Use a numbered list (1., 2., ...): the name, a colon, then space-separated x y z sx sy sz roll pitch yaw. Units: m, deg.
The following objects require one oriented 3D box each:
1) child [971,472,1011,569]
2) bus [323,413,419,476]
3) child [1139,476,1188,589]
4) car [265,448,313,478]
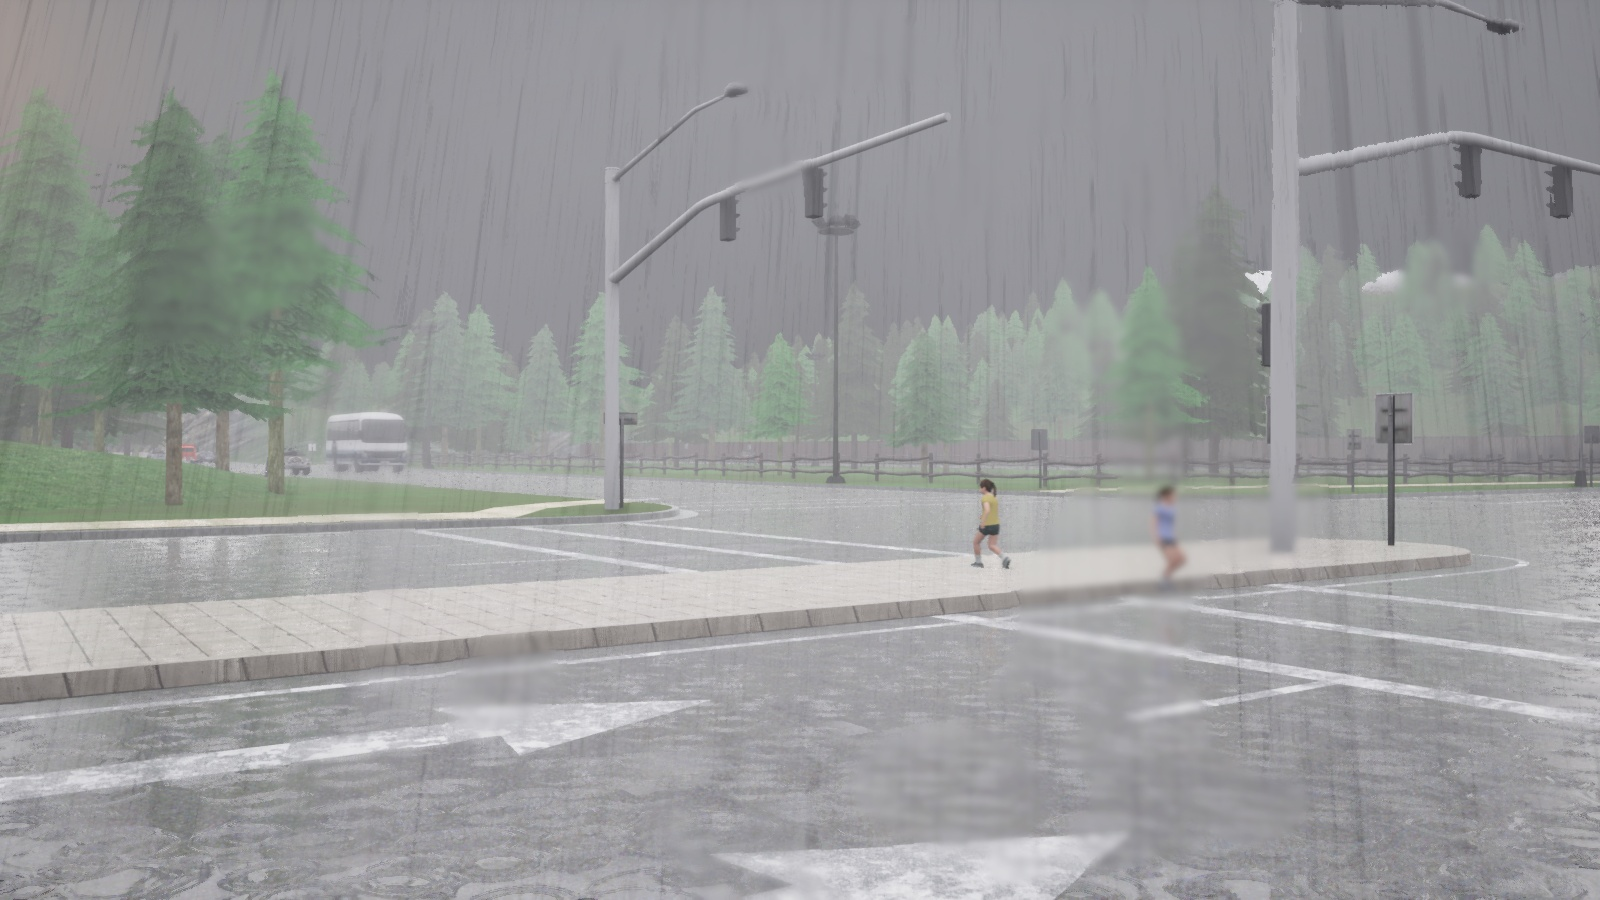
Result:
1. child: 2.224 0.815 14.638 0.255 1.110 0.394 0 0 -42
2. bus: -30.946 -0.345 90.257 3.944 4.253 10.273 0 0 -34
3. child: 3.644 0.820 12.604 0.394 1.110 0.255 0 0 45
4. car: -32.855 0.828 80.652 1.932 1.855 4.605 0 0 -34
